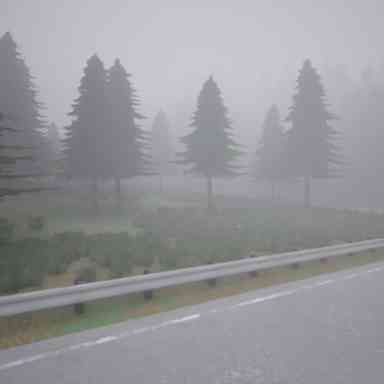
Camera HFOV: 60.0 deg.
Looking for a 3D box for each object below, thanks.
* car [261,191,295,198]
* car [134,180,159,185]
[{"bbox_3d":[10.671,0.650,41.339,4.674,1.442,1.812,6,4,41],"label":"car"},{"bbox_3d":[-6.076,-0.900,47.313,4.674,1.442,1.812,5,1,11],"label":"car"}]
